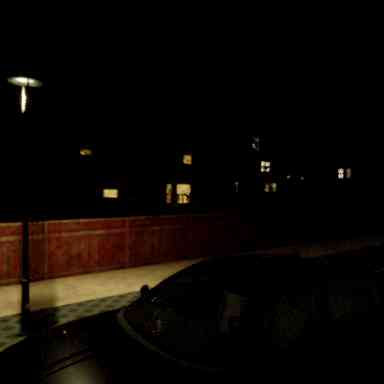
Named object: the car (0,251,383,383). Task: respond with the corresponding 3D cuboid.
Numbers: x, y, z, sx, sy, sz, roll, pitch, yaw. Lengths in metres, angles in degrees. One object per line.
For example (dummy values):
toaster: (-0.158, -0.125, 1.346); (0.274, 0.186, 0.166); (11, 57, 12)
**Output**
car: (0.556, 1.477, 3.466); (5.008, 1.535, 1.882); (0, 0, -36)
